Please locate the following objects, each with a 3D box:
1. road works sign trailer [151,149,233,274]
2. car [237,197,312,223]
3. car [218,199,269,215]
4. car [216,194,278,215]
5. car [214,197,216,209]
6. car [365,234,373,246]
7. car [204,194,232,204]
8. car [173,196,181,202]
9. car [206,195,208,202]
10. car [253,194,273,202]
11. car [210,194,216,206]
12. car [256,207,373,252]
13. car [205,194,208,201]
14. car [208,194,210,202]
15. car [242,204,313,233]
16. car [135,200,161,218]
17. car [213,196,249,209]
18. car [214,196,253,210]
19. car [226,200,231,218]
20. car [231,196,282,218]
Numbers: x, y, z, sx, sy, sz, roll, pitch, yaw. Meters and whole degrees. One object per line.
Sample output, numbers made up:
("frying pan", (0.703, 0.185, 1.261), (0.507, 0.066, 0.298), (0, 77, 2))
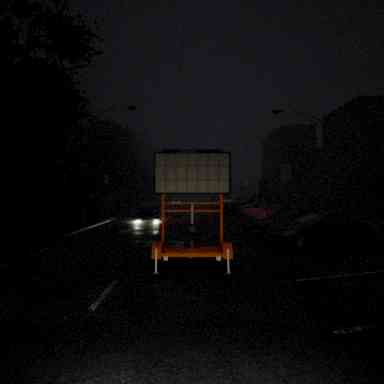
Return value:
("road works sign trailer", (0.009, 0.465, 10.529), (2.380, 3.560, 2.880), (0, 0, 0))
("car", (5.375, 1.366, 19.812), (4.553, 1.767, 2.185), (1, 0, -20))
("car", (5.384, 1.545, 34.803), (4.792, 1.488, 2.163), (1, 0, -20))
("car", (5.373, 1.252, 28.788), (5.566, 2.045, 2.435), (1, 0, -20))
("car", (5.223, 1.503, 31.746), (5.366, 1.575, 1.946), (1, 0, -20))
("car", (5.314, 1.487, 4.800), (4.892, 1.521, 2.231), (1, 0, -20))
("car", (5.549, 1.391, 70.877), (5.566, 2.045, 2.435), (1, 0, -20))
("car", (-3.678, 1.695, 82.272), (2.128, 1.511, 4.902), (0, 0, 3))
("car", (5.497, 1.583, 55.839), (5.008, 1.535, 2.097), (1, -1, -20))
("car", (18.548, 1.463, 86.843), (2.435, 2.045, 5.566), (0, 0, -21))
("car", (5.405, 1.271, 37.805), (5.566, 2.045, 2.435), (1, 0, -20))
("car", (5.325, 1.528, 13.800), (4.674, 1.452, 2.002), (1, 0, -20))
("car", (5.347, 1.613, 64.784), (5.366, 1.575, 1.946), (1, 0, -20))
("car", (5.528, 1.447, 52.837), (4.553, 1.767, 2.185), (1, 0, -20))
("car", (5.304, 1.518, 16.792), (4.792, 1.488, 2.163), (1, 0, -20))
("car", (-3.867, 1.497, 30.063), (1.882, 1.535, 5.008), (0, 0, 0))
("car", (5.439, 1.424, 46.820), (4.553, 1.767, 2.185), (1, 0, -20))
("car", (5.425, 1.414, 43.819), (4.553, 1.767, 2.185), (1, 0, -20))
("car", (5.365, 1.538, 25.810), (4.674, 1.452, 2.002), (1, 0, -20))
("car", (5.388, 1.369, 22.813), (4.553, 1.767, 2.185), (1, 0, -20))
